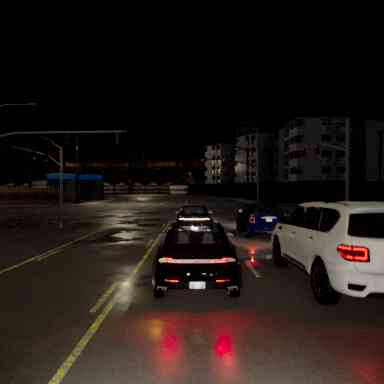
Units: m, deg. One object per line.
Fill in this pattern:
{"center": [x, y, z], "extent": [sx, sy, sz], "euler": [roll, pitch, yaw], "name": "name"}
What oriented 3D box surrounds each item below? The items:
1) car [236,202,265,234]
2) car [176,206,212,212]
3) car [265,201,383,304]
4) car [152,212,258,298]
{"center": [3.613, 1.328, 17.676], "extent": [2.097, 1.767, 4.553], "euler": [0, 0, 0], "name": "car"}
{"center": [0.115, 1.473, 17.953], "extent": [2.128, 1.511, 4.902], "euler": [0, 0, 0], "name": "car"}
{"center": [3.596, 1.220, 8.252], "extent": [2.150, 2.045, 5.566], "euler": [0, 0, 0], "name": "car"}
{"center": [0.104, 1.499, 8.541], "extent": [2.128, 1.511, 4.902], "euler": [0, 0, 0], "name": "car"}
